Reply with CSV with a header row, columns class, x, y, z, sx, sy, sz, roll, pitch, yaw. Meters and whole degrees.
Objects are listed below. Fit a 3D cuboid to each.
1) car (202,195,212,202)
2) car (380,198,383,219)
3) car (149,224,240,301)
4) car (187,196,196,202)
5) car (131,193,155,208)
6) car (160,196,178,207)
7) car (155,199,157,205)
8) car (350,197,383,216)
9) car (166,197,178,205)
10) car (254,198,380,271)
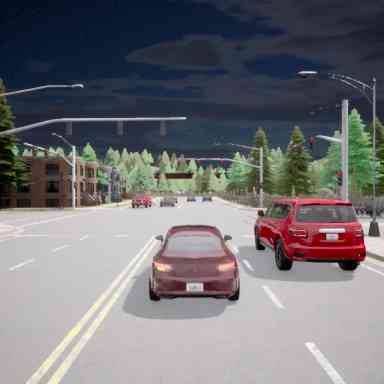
class,x,y,z,sx,sy,sz,roll,pitch,yaw
car,3.342,1.355,74.368,2.097,1.767,4.553,0,0,0
car,17.483,1.505,28.782,4.892,1.490,1.837,0,0,0
car,0.045,1.526,8.205,1.812,1.442,4.674,0,0,0
car,-0.165,1.553,74.595,1.994,1.385,4.181,0,0,0
car,-7.178,1.221,47.927,2.150,2.045,5.566,0,0,2
car,-3.711,1.352,51.203,2.097,1.767,4.553,0,0,0
car,-7.215,1.526,57.324,1.812,1.442,4.674,0,0,0
car,18.255,1.352,32.480,4.553,1.767,2.097,0,0,0
car,-3.705,1.563,61.638,1.994,1.385,4.181,0,0,0
car,3.551,1.221,11.086,2.150,2.045,5.566,0,0,0
